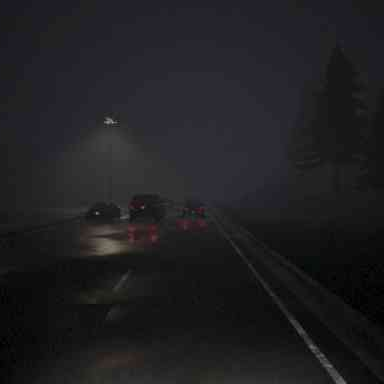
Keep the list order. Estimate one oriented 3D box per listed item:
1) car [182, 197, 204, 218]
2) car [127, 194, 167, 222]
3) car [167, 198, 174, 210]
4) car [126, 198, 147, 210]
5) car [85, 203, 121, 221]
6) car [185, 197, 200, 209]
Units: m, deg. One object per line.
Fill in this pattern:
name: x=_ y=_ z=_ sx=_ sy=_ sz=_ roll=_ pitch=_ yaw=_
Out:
car: x=0.104 y=1.468 z=29.518 sx=1.812 sy=1.442 sz=4.674 roll=0 pitch=0 yaw=0
car: x=-3.394 y=1.173 z=25.676 sx=2.150 sy=2.045 sz=5.566 roll=0 pitch=0 yaw=0
car: x=-3.399 y=1.464 z=42.464 sx=2.033 sy=1.411 sz=5.357 roll=0 pitch=0 yaw=0
car: x=-6.903 y=1.483 z=41.899 sx=1.994 sy=1.385 sz=4.181 roll=0 pitch=0 yaw=0
car: x=-6.908 y=1.513 z=26.257 sx=1.994 sy=1.385 sz=4.181 roll=0 pitch=0 yaw=0
car: x=0.109 y=1.419 z=43.908 sx=1.837 sy=1.490 sz=4.892 roll=0 pitch=0 yaw=0
